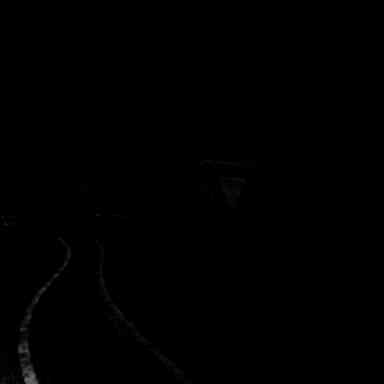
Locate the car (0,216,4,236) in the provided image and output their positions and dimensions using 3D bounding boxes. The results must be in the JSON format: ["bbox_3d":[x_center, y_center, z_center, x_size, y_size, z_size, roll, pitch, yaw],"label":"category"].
[{"bbox_3d":[-10.366,1.297,15.810,1.994,1.385,4.181,1,0,-40],"label":"car"}]
